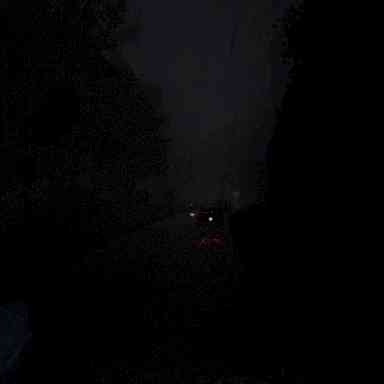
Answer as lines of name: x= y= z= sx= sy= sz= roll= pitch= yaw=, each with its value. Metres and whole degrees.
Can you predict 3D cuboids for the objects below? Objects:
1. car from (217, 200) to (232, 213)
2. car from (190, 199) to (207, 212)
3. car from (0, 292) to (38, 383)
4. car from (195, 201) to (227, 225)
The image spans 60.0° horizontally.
car: x=3.906 y=1.739 z=42.358 sx=2.097 sy=1.767 sz=4.553 roll=0 pitch=-1 yaw=10
car: x=1.053 y=1.718 z=43.125 sx=2.097 sy=1.767 sz=4.553 roll=1 pitch=-1 yaw=10
car: x=-2.809 y=1.542 z=1.681 sx=2.033 sy=1.411 sz=5.357 roll=0 pitch=0 yaw=1
car: x=1.502 y=1.620 z=24.916 sx=1.837 sy=1.490 sz=4.892 roll=0 pitch=-1 yaw=6
